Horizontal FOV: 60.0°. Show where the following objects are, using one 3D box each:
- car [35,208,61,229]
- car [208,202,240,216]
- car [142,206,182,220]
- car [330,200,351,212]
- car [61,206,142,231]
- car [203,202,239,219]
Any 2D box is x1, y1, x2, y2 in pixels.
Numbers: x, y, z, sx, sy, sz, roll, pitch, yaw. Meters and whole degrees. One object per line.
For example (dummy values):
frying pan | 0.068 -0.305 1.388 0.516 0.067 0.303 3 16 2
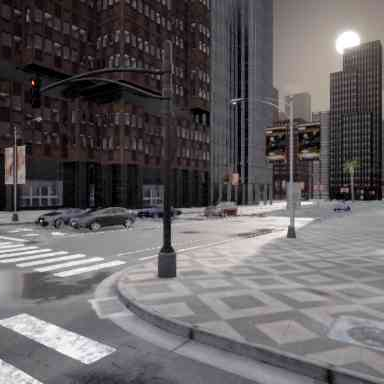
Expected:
car | -8.954 1.794 23.914 1.994 1.385 4.181 0 -1 35
car | 4.089 2.058 42.337 1.837 1.490 4.892 0 1 35
car | -3.101 1.978 32.199 1.895 1.301 4.718 0 -1 35
car | 24.270 2.431 53.657 2.033 1.411 5.357 0 -1 34
car | -5.946 1.747 22.542 1.837 1.490 4.892 0 -1 35
car | 3.127 1.823 35.359 2.097 1.767 4.553 0 -1 35
